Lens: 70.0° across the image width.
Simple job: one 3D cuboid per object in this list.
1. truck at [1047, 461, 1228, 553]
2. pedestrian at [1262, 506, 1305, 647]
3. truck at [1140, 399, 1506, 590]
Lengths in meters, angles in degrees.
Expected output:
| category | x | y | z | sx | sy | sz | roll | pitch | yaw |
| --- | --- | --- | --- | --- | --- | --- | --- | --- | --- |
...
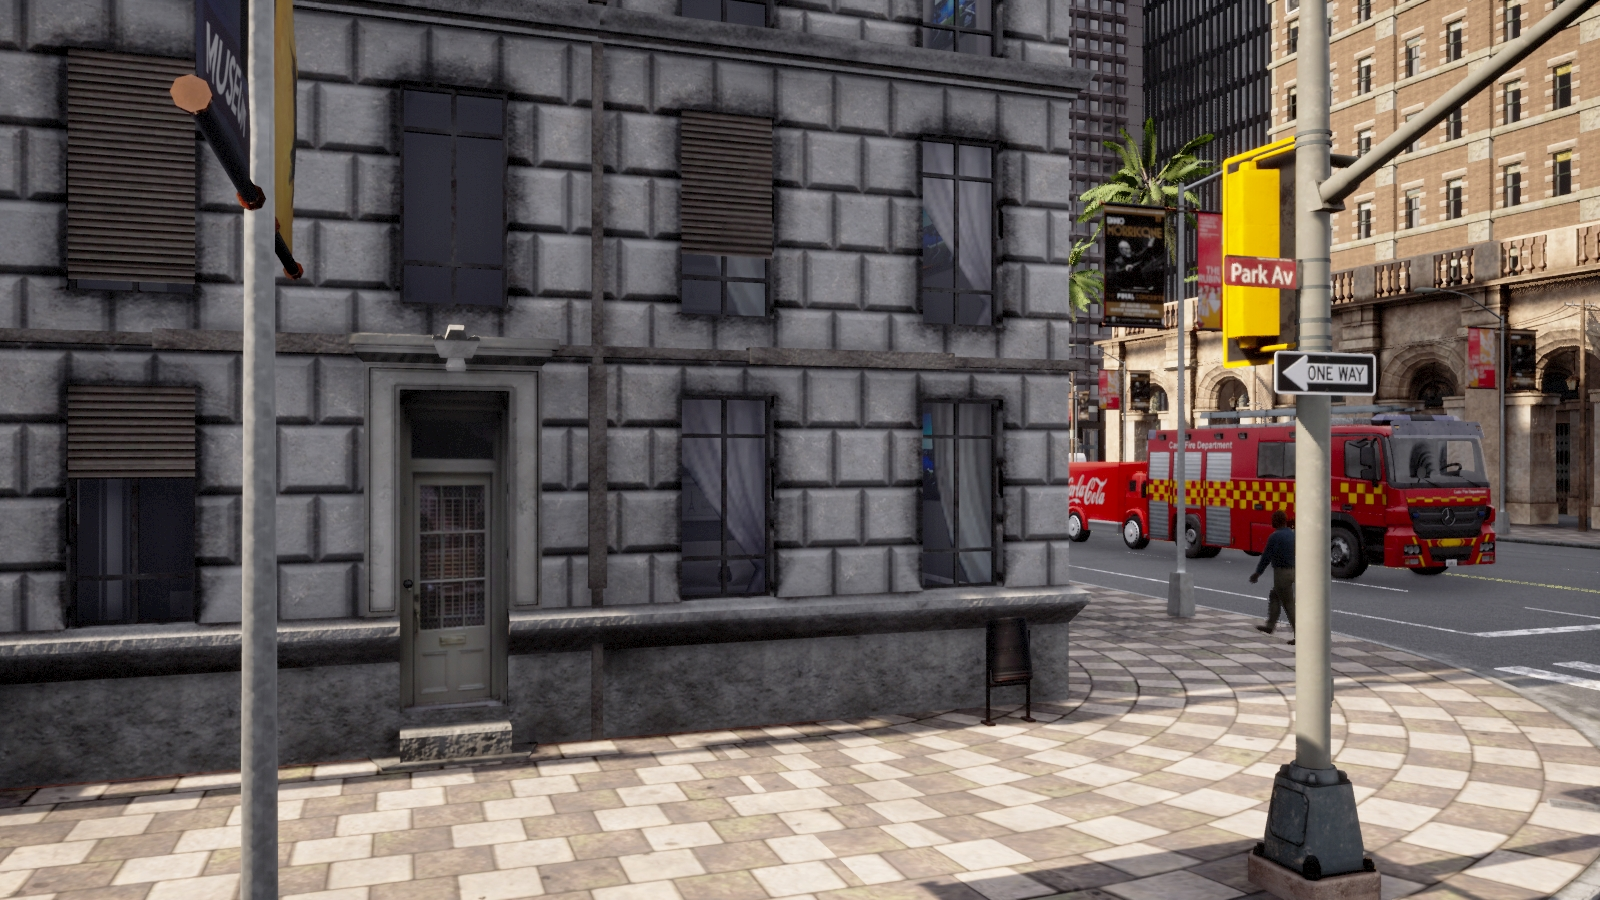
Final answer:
| category | x | y | z | sx | sy | sz | roll | pitch | yaw |
| --- | --- | --- | --- | --- | --- | --- | --- | --- | --- |
| truck | 9.884 | 1.568 | 34.016 | 2.627 | 2.467 | 5.204 | 0 | 0 | -19 |
| pedestrian | 6.552 | 1.699 | 15.490 | 0.375 | 1.860 | 0.375 | 0 | 0 | -27 |
| truck | 11.966 | 0.892 | 27.385 | 2.891 | 3.827 | 8.468 | 0 | 0 | -19 |
